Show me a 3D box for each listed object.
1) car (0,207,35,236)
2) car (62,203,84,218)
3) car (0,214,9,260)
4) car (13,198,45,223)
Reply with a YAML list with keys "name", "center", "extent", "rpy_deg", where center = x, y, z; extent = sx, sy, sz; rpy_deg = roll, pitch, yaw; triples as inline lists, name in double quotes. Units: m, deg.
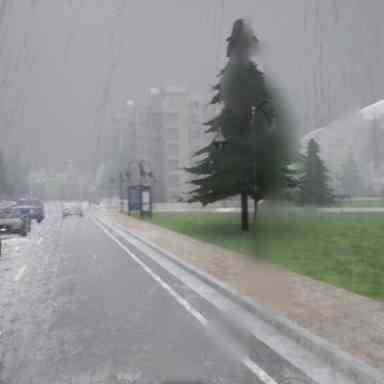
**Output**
- name: "car"
  center: [-10.648, 1.826, 19.489]
  extent: [1.994, 1.385, 4.181]
  rpy_deg: [-1, 0, -20]
- name: "car"
  center: [-12.342, 1.829, 34.375]
  extent: [1.812, 1.442, 4.674]
  rpy_deg: [-1, 0, -20]
- name: "car"
  center: [-7.168, 1.681, 10.169]
  extent: [1.837, 1.490, 4.892]
  rpy_deg: [-1, 0, -21]
- name: "car"
  center: [-14.237, 1.572, 29.167]
  extent: [2.150, 2.045, 5.566]
  rpy_deg: [-1, 0, -20]
